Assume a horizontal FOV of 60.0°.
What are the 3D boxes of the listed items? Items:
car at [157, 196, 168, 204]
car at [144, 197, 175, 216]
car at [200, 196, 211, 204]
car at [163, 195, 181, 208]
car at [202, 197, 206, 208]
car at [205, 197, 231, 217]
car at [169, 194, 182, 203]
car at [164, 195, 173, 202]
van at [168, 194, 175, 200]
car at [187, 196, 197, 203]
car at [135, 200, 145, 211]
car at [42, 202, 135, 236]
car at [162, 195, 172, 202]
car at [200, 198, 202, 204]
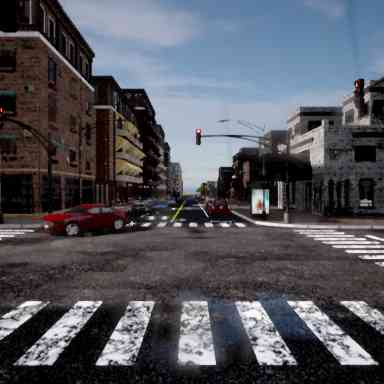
[{"bbox_3d":[-5.822,1.564,65.807,1.752,1.417,4.829,0,0,0],"label":"car"},{"bbox_3d":[-3.164,1.553,33.330,2.033,1.411,5.357,0,0,0],"label":"car"},{"bbox_3d":[2.559,1.590,66.006,2.008,1.369,4.403,-1,0,0],"label":"car"},{"bbox_3d":[-3.187,1.567,49.489,2.033,1.411,5.357,0,0,0],"label":"car"},{"bbox_3d":[2.602,1.596,43.219,1.802,1.307,4.206,0,0,0],"label":"car"},{"bbox_3d":[2.623,1.445,31.825,1.967,1.590,4.097,0,0,0],"label":"car"},{"bbox_3d":[-3.124,1.338,64.935,2.150,2.045,5.566,0,0,0],"label":"car"},{"bbox_3d":[-5.855,1.590,82.897,1.752,1.417,4.829,-1,0,0],"label":"car"},{"bbox_3d":[-5.879,1.428,94.460,1.690,1.788,3.998,-1,0,0],"label":"van"},{"bbox_3d":[-0.045,1.592,70.279,2.033,1.411,5.357,0,0,0],"label":"car"},{"bbox_3d":[-5.767,1.560,37.494,2.008,1.369,4.403,0,0,0],"label":"car"},{"bbox_3d":[-5.815,1.437,18.592,1.882,1.535,5.008,2,1,34],"label":"car"},{"bbox_3d":[-5.846,1.496,77.370,1.967,1.590,4.097,0,0,0],"label":"car"},{"bbox_3d":[2.591,1.570,48.916,2.008,1.369,4.403,0,0,0],"label":"car"}]
